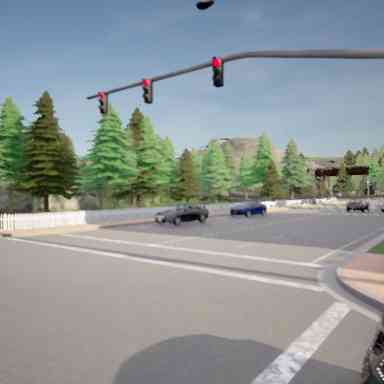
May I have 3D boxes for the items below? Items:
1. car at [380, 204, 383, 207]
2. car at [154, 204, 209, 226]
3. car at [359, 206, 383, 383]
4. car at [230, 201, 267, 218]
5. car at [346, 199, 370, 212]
[{"bbox_3d":[21.711,1.634,35.724,1.895,1.301,4.718,-1,0,40],"label":"car"},{"bbox_3d":[-0.708,1.650,24.846,2.128,1.511,4.902,-1,0,38],"label":"car"},{"bbox_3d":[3.836,1.196,1.455,5.566,2.045,2.150,-1,-1,39],"label":"car"},{"bbox_3d":[5.568,1.631,32.721,1.882,1.535,5.008,-1,0,39],"label":"car"},{"bbox_3d":[19.118,1.562,38.230,2.128,1.511,4.902,-1,0,38],"label":"car"}]
